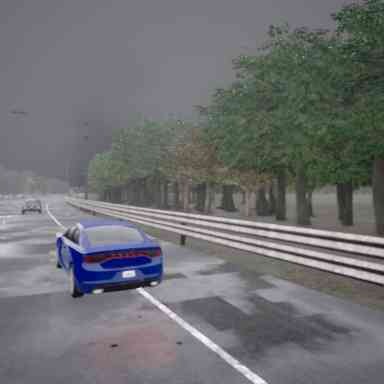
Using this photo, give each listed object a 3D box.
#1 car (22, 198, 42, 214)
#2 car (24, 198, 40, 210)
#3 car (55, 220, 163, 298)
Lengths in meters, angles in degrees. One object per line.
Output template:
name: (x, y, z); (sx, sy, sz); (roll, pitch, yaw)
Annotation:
car: (-16.998, 1.552, 35.388); (2.033, 1.411, 5.357); (0, 0, -25)
car: (-21.430, 1.537, 44.751); (1.812, 1.442, 4.674); (0, 0, -24)
car: (-2.415, 1.477, 8.790); (1.882, 1.535, 5.008); (0, 0, -28)
